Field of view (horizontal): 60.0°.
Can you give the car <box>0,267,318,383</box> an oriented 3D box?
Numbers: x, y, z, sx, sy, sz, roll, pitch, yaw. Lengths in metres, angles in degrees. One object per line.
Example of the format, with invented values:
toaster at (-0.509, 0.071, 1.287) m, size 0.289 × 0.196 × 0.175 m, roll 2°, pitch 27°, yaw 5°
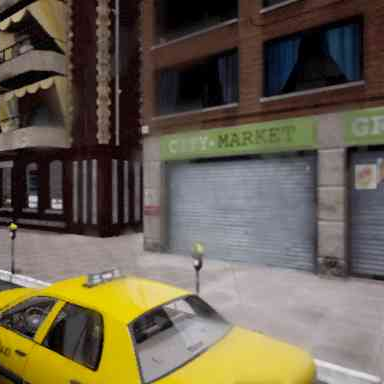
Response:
car at (-1.144, 1.521, 3.693) m, size 4.829 × 1.417 × 1.752 m, roll 0°, pitch 0°, yaw 36°
